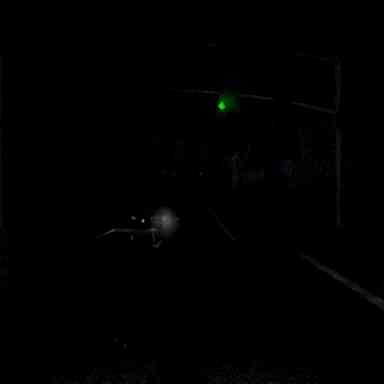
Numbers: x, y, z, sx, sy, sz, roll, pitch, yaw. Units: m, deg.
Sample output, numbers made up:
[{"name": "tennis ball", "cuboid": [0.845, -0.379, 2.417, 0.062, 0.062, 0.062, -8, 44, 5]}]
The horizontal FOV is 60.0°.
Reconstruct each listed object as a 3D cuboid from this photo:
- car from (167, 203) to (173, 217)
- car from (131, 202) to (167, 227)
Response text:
[{"name": "car", "cuboid": [-3.049, 1.796, 34.730, 2.033, 1.411, 5.357, 0, 0, 1]}, {"name": "car", "cuboid": [-3.211, 1.680, 24.395, 1.837, 1.490, 4.892, 0, 0, 1]}]
